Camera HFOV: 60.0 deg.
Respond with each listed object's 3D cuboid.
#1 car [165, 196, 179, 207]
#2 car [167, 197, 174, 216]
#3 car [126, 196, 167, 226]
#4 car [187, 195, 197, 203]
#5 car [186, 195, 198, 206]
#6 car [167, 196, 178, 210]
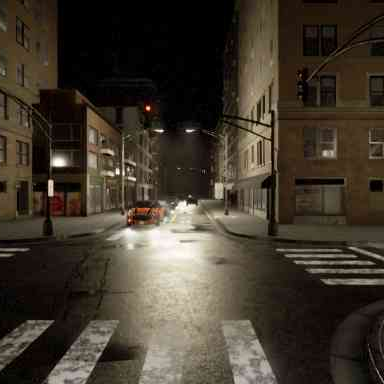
[{"bbox_3d":[-3.158,1.444,52.629,1.882,1.535,5.008,0,0,0],"label":"car"},{"bbox_3d":[-3.159,1.531,32.488,2.033,1.411,5.357,0,0,0],"label":"car"},{"bbox_3d":[-3.140,1.343,23.033,2.097,1.767,4.553,0,0,0],"label":"car"},{"bbox_3d":[-0.035,1.442,69.672,2.128,1.511,4.902,0,0,0],"label":"car"},{"bbox_3d":[-0.003,1.457,54.609,2.128,1.511,4.902,0,0,0],"label":"car"},{"bbox_3d":[-3.171,1.327,42.273,2.097,1.767,4.553,0,0,0],"label":"car"}]
